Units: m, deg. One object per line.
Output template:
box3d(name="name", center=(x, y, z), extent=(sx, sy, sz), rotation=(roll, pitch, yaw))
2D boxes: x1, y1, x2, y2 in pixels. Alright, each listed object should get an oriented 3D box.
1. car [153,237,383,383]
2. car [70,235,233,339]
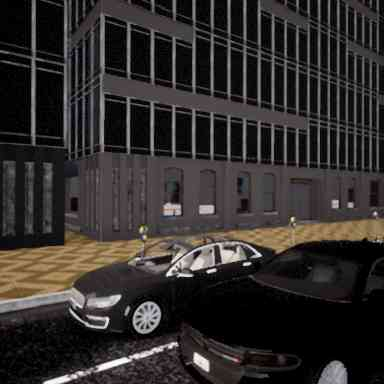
box3d(name="car", center=(2.130, 1.497, 4.898), extent=(5.008, 1.535, 1.882), rotation=(0, 0, -36))
box3d(name="car", center=(-0.074, 1.567, 6.509), extent=(4.403, 1.369, 2.008), rotation=(0, 0, -36))
